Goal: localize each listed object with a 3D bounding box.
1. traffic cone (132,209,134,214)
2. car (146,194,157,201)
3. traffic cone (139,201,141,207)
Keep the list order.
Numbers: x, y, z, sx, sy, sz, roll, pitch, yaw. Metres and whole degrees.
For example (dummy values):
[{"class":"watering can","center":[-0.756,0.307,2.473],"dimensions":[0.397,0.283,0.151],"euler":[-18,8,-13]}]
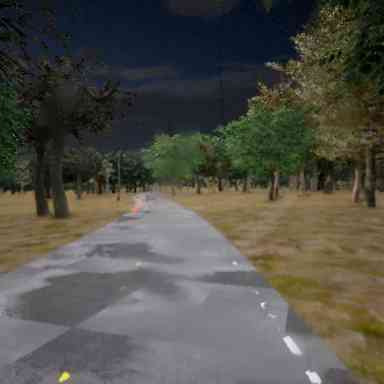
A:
[{"class":"traffic cone","center":[-5.718,1.873,32.188],"dimensions":[0.340,0.580,0.340],"euler":[0,0,-5]},{"class":"car","center":[-8.264,1.166,67.028],"dimensions":[1.994,1.385,4.181],"euler":[0,1,-11]},{"class":"traffic cone","center":[-6.776,1.804,42.059],"dimensions":[0.340,0.580,0.340],"euler":[0,1,-7]}]
